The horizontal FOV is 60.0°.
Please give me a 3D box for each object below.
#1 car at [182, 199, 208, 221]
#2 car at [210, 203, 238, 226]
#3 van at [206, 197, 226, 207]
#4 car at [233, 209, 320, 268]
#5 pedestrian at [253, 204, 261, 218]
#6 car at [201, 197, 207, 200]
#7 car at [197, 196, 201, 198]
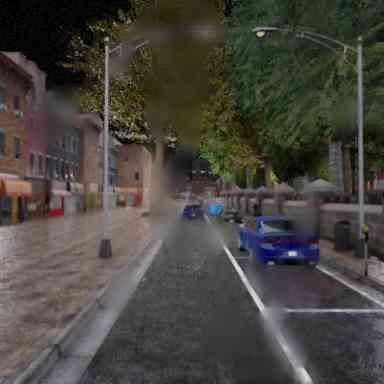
[{"bbox_3d":[0.152,1.708,29.308,1.882,1.535,5.008,0,0,0],"label":"car"},{"bbox_3d":[2.710,1.745,24.867,2.008,1.369,4.403,1,0,0],"label":"car"},{"bbox_3d":[2.740,1.629,35.768,1.690,1.788,3.998,1,-1,0],"label":"van"},{"bbox_3d":[2.779,1.567,11.642,1.882,1.535,5.008,0,0,0],"label":"car"},{"bbox_3d":[2.786,1.406,14.660,0.375,1.860,0.375,1,-1,0],"label":"pedestrian"},{"bbox_3d":[2.794,2.015,57.733,1.752,1.417,4.829,1,-1,0],"label":"car"},{"bbox_3d":[2.838,1.970,73.912,2.192,1.841,5.009,1,-1,0],"label":"car"}]
